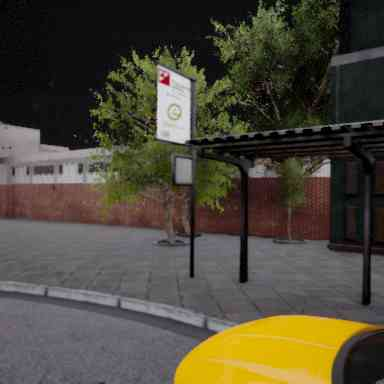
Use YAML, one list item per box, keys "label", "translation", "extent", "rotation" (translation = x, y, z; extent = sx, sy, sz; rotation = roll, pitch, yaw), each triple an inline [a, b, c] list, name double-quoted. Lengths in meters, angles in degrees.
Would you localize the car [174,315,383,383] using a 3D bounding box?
- label: "car"
  translation: [2.129, 1.478, 1.782]
  extent: [5.008, 1.535, 1.882]
  rotation: [0, 0, 34]
